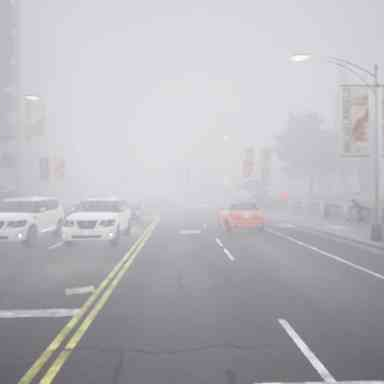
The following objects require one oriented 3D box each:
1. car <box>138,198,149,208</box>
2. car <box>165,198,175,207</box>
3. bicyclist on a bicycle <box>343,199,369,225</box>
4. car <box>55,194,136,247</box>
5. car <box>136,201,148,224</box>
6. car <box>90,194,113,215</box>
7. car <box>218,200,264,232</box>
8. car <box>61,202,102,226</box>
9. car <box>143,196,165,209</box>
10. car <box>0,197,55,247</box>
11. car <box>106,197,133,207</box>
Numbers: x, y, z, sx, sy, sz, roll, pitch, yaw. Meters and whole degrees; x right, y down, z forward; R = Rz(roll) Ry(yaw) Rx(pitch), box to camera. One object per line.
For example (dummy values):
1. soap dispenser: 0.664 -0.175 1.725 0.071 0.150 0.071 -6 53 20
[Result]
1. car: -6.064 1.622 35.104 1.895 1.301 4.718 0 0 -14
2. car: -4.155 1.571 49.023 1.994 1.385 4.181 0 0 -32
3. bicyclist on a bicycle: 10.086 1.237 20.487 1.656 1.620 0.582 -1 0 -3
4. car: -4.197 1.239 15.554 2.150 2.045 5.566 0 0 -2
5. car: -4.683 1.618 25.310 1.895 1.301 4.718 0 0 -4
6. car: -9.774 1.263 35.489 2.150 2.045 5.566 0 0 -17
7. car: 2.810 1.329 19.940 2.097 1.767 4.553 0 0 -2
8. car: -8.194 1.542 25.153 1.837 1.490 4.892 0 0 -4
9. car: -5.982 1.369 45.307 2.097 1.767 4.553 0 0 -31
10. car: -7.694 1.259 15.406 2.150 2.045 5.566 0 0 -2
11. car: -11.719 1.551 53.448 4.892 1.490 1.837 0 0 45
